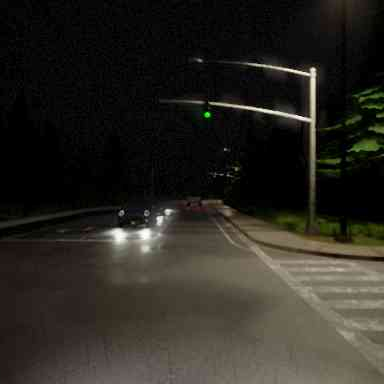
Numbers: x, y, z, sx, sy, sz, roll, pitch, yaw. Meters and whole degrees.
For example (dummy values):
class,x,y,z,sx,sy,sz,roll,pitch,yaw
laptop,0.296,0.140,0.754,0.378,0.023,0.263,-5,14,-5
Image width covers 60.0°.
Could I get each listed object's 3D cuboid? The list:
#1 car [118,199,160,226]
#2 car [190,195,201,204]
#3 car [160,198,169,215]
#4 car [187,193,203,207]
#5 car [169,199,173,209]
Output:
class,x,y,z,sx,sy,sz,roll,pitch,yaw
car,-3.595,1.305,22.571,2.097,1.767,4.553,0,0,0
car,0.655,1.352,61.139,1.882,1.535,5.008,0,0,2
car,-3.579,1.438,32.441,1.837,1.490,4.892,0,0,0
car,0.378,1.117,50.448,2.150,2.045,5.566,0,0,2
car,-3.486,1.477,42.521,1.994,1.385,4.181,0,0,1
